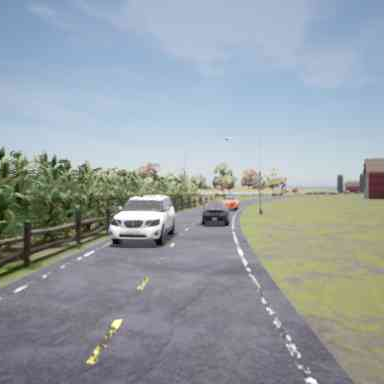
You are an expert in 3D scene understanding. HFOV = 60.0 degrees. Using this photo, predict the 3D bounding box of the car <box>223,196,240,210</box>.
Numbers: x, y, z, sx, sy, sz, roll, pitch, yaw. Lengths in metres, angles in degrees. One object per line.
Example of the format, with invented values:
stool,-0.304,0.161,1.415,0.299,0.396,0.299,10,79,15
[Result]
car,4.856,1.321,42.026,2.097,1.767,4.553,0,0,12

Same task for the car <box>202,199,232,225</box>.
car,1.772,1.499,24.261,1.837,1.490,4.892,0,0,7

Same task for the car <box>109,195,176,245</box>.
car,-2.106,1.205,15.802,2.150,2.045,5.566,0,1,5
